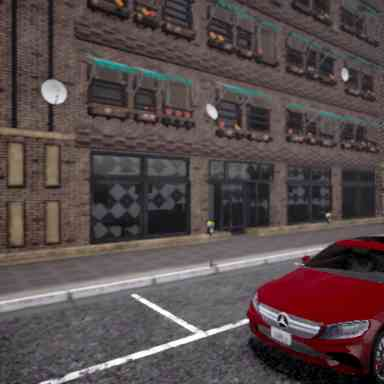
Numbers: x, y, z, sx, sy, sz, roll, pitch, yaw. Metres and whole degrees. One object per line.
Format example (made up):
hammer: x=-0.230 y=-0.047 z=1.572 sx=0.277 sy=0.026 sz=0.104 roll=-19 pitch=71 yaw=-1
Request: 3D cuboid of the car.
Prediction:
car: x=2.989 y=1.519 z=5.479 sx=4.674 sy=1.442 sz=1.812 roll=0 pitch=0 yaw=-36
